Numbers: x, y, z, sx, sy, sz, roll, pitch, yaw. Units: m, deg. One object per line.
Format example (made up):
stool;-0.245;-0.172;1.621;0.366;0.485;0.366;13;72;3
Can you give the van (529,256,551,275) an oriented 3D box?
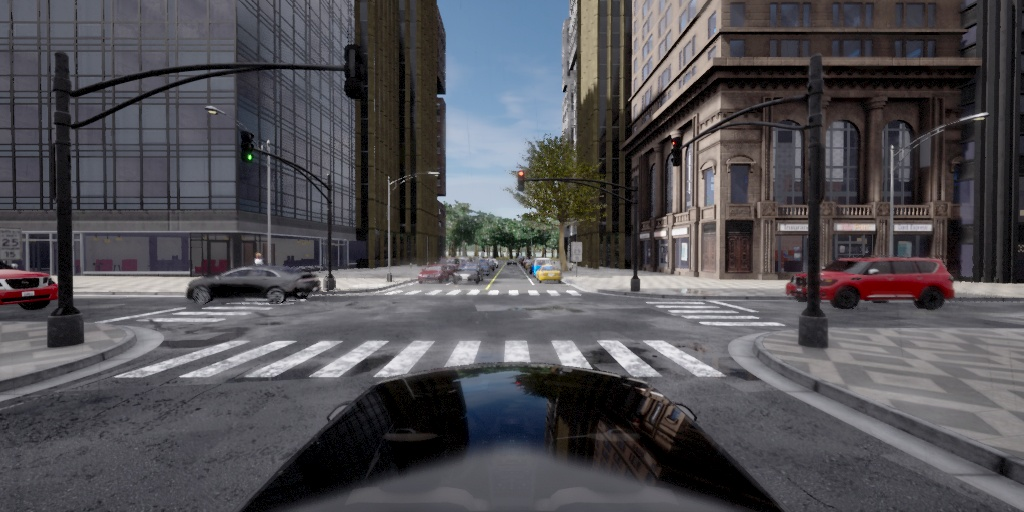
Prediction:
van;2.726;1.060;32.688;1.690;1.789;3.998;0;0;0

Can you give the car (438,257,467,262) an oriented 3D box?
car;-5.800;1.034;32.669;2.192;1.841;5.009;0;0;0

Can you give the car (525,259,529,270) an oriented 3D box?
car;2.719;1.274;38.368;1.948;1.339;4.313;0;0;0

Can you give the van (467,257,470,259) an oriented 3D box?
van;-5.806;1.049;38.350;1.690;1.789;3.998;0;0;0

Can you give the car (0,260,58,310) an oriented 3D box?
car;-18.386;0.841;11.553;5.566;2.045;2.150;1;1;0

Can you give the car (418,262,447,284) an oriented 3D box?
car;-5.793;1.310;26.989;1.802;1.307;4.207;0;0;0

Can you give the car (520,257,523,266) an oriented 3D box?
car;2.699;1.212;55.406;1.888;1.381;4.507;0;0;0

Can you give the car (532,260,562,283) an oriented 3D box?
car;2.732;1.254;27.178;1.751;1.417;4.829;0;0;0

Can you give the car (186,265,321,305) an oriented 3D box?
car;-10.554;1.145;14.786;4.902;1.511;2.128;1;1;0

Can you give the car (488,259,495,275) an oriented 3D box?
car;-3.134;1.260;36.323;2.033;1.411;5.357;0;0;0

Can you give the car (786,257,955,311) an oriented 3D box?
car;14.687;1.064;14.857;5.566;2.045;2.150;0;1;0

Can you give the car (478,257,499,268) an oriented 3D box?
car;-3.140;1.182;46.434;2.128;1.511;4.902;0;0;0

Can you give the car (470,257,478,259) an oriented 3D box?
car;-5.813;1.011;44.030;2.192;1.841;5.009;0;0;0

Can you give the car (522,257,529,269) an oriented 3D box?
car;2.705;1.207;49.897;1.751;1.417;4.829;0;0;0

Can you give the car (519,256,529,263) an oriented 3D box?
car;2.692;1.201;61.085;2.007;1.370;4.403;0;0;0

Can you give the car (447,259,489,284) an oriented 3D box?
car;-3.135;1.220;26.500;2.128;1.511;4.902;0;0;1

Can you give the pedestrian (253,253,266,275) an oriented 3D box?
pedestrian;-12.542;0.741;17.809;0.375;1.860;0.375;0;0;0
